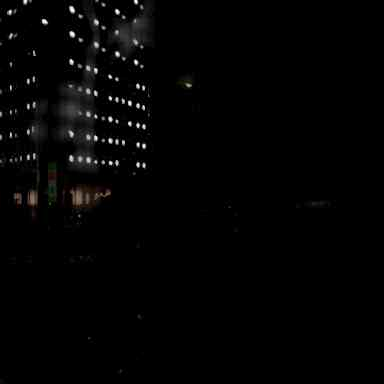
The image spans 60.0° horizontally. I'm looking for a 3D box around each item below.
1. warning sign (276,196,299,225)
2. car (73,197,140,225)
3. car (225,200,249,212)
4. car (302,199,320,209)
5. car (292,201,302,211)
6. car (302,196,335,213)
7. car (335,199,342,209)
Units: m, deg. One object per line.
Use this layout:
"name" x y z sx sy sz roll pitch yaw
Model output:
"warning sign" 6.627 1.253 23.106 1.300 1.860 1.060 0 0 34
"car" -6.572 1.389 26.320 2.150 2.045 5.566 0 -1 34
"car" 6.203 1.818 45.082 1.837 1.490 4.892 0 -1 34
"car" 18.972 1.884 52.883 1.812 1.442 4.674 0 0 31
"car" 13.950 1.905 44.824 1.895 1.301 4.718 0 -1 33
"car" 16.232 1.505 42.380 2.150 2.045 5.566 0 -1 34
"car" 21.749 1.820 51.194 1.882 1.535 5.008 0 0 31
